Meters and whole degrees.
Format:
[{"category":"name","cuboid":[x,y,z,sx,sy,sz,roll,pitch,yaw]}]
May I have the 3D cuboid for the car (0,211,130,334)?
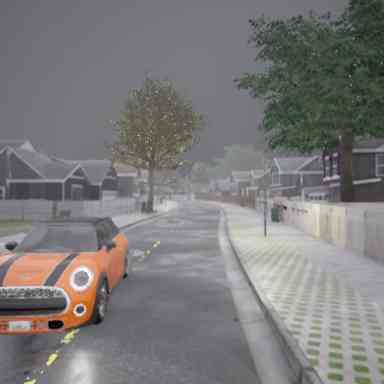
[{"category":"car","cuboid":[-2.629,1.368,7.097,2.097,1.767,4.553,0,0,-3]}]
